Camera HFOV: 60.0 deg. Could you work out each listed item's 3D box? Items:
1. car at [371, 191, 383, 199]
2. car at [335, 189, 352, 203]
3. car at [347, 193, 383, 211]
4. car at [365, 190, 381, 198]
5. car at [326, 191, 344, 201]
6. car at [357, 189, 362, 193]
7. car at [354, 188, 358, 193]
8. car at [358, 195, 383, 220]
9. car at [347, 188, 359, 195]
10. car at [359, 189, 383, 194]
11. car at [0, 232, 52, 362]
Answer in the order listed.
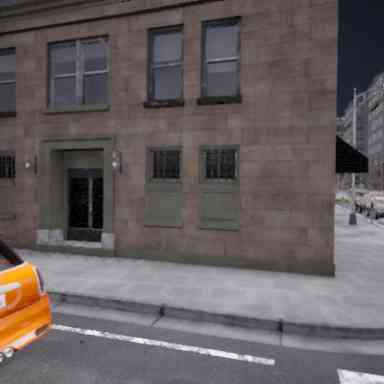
[{"bbox_3d":[32.662,0.493,57.618,1.947,1.339,4.313,2,2,17],"label":"car"},{"bbox_3d":[19.629,0.676,44.047,1.752,1.417,4.829,2,2,17],"label":"car"},{"bbox_3d":[14.856,1.040,28.342,1.887,1.381,4.507,2,2,17],"label":"car"},{"bbox_3d":[34.269,0.392,62.909,1.802,1.307,4.206,2,2,17],"label":"car"},{"bbox_3d":[21.285,0.596,49.500,1.947,1.339,4.313,2,2,17],"label":"car"},{"bbox_3d":[35.877,0.259,68.200,1.947,1.339,4.313,2,2,17],"label":"car"},{"bbox_3d":[37.487,0.017,73.486,1.967,1.590,4.097,2,2,17],"label":"car"},{"bbox_3d":[13.249,1.162,23.053,2.008,1.369,4.403,2,2,17],"label":"car"},{"bbox_3d":[40.702,-0.215,84.067,1.967,1.590,4.097,2,2,17],"label":"car"},{"bbox_3d":[20.477,0.808,37.035,1.882,1.535,5.008,1,2,17],"label":"car"},{"bbox_3d":[-4.213,1.203,4.207,4.553,1.767,2.097,1,1,15],"label":"car"}]
